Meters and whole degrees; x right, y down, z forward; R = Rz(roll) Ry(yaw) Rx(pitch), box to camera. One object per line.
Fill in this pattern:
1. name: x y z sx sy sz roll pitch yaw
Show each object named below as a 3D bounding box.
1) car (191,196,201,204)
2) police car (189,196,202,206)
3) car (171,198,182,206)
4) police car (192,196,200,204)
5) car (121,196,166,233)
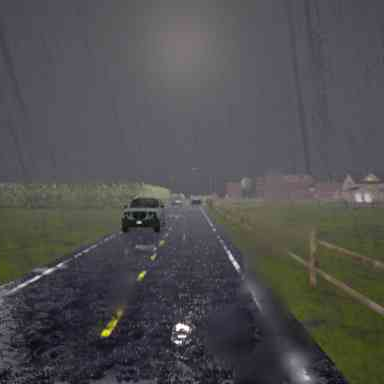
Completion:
1. car: 0.850 1.718 72.476 2.097 1.767 4.553 0 0 0
2. police car: 0.847 1.726 62.616 1.930 1.638 5.238 0 0 0
3. car: -2.759 1.831 59.992 2.033 1.411 5.357 0 0 1
4. police car: 0.853 1.834 78.615 1.930 1.638 5.238 0 0 0
5. car: -2.843 1.293 20.630 2.150 2.045 5.566 0 0 0
